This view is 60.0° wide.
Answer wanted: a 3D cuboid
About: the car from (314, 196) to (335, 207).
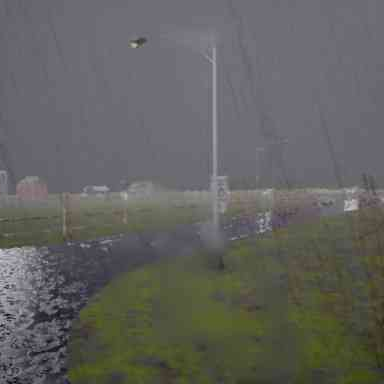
[{"bbox_3d":[18.827,1.338,47.139,2.033,1.411,5.357,0,0,35],"label":"car"}]
